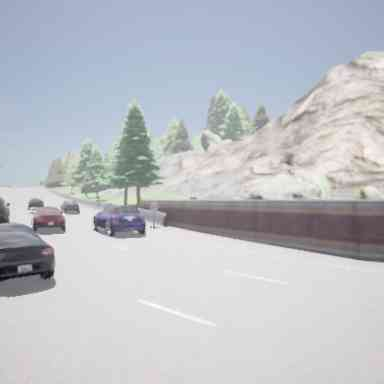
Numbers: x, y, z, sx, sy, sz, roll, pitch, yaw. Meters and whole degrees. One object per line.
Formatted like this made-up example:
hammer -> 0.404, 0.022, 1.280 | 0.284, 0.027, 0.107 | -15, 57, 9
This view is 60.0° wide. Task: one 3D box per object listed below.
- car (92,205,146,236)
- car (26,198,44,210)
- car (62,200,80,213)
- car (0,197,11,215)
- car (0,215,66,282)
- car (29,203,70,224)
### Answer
car -> -4.479, 1.562, 20.044 | 2.097, 1.767, 4.553 | 1, -1, -31
car -> -20.555, 1.561, 43.656 | 1.837, 1.490, 4.892 | 1, 0, -27
car -> -14.698, 1.700, 39.836 | 2.033, 1.411, 5.357 | 1, 0, -27
car -> -14.530, 1.357, 24.026 | 2.150, 2.045, 5.566 | 1, 0, -27
car -> -5.354, 1.598, 9.311 | 1.812, 1.442, 4.674 | 1, -1, -42
car -> -9.370, 1.702, 21.620 | 1.812, 1.442, 4.674 | 1, 0, -28
